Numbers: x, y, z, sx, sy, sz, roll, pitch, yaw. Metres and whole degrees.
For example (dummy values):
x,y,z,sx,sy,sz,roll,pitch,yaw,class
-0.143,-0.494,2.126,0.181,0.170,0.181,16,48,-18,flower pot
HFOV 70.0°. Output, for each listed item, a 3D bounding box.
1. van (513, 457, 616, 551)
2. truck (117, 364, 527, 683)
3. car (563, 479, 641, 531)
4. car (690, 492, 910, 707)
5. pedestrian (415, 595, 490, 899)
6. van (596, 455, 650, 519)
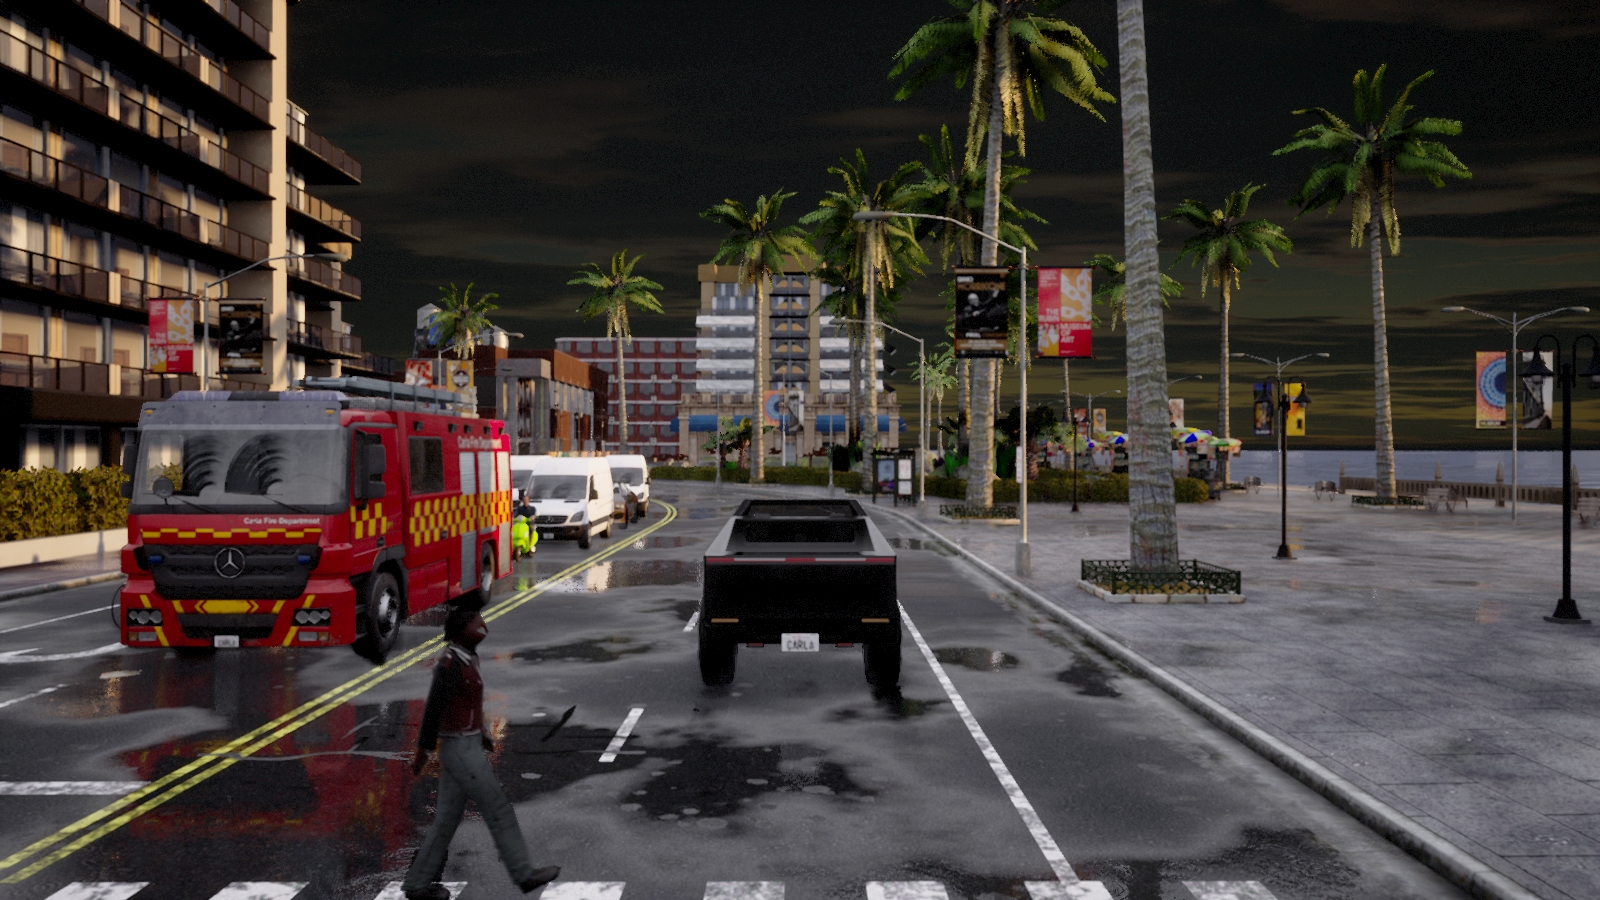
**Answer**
x,y,z,sx,sy,sz,roll,pitch,yaw,class
-7.030,1.515,34.759,1.988,2.561,5.915,0,0,-1,van
-6.744,0.880,17.931,2.891,3.827,8.468,0,0,0,truck
-7.155,1.968,41.796,2.152,1.651,5.027,0,0,-2,car
0.004,1.744,15.556,2.390,2.098,6.274,0,0,0,car
-2.127,1.845,7.020,0.375,1.860,0.375,0,0,-5,pedestrian
-7.530,1.507,49.106,1.988,2.561,5.915,0,0,-6,van
